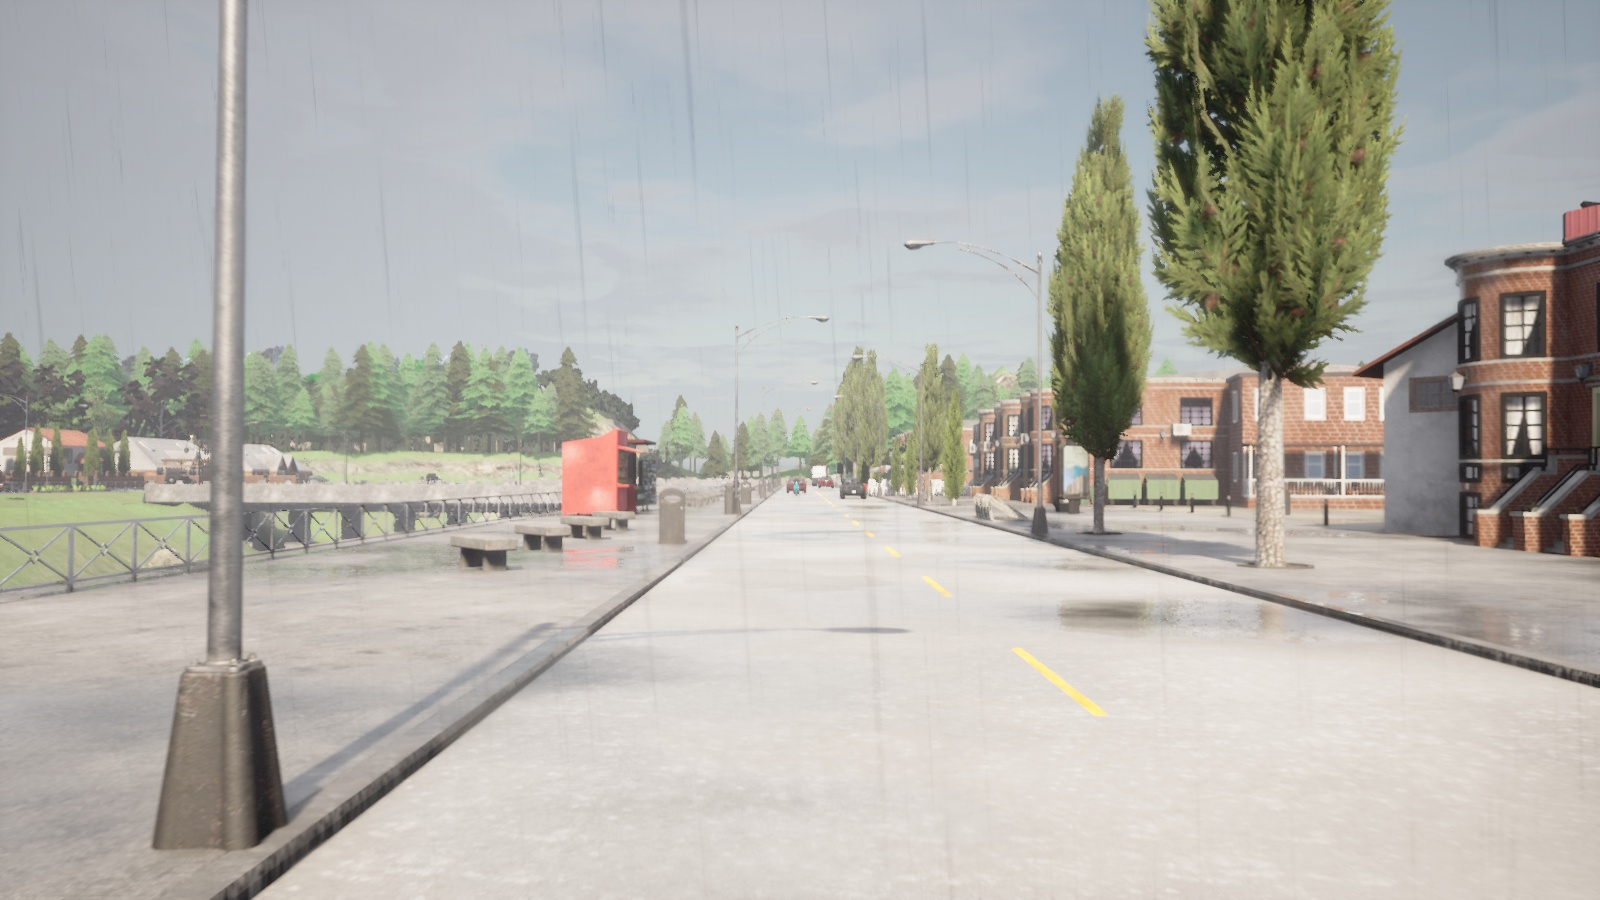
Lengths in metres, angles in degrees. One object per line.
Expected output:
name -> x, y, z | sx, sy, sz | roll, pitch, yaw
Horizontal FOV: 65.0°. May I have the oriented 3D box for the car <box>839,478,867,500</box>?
car -> 3.762, 2.746, 89.337 | 1.816, 1.474, 4.193 | 0, -1, 0
